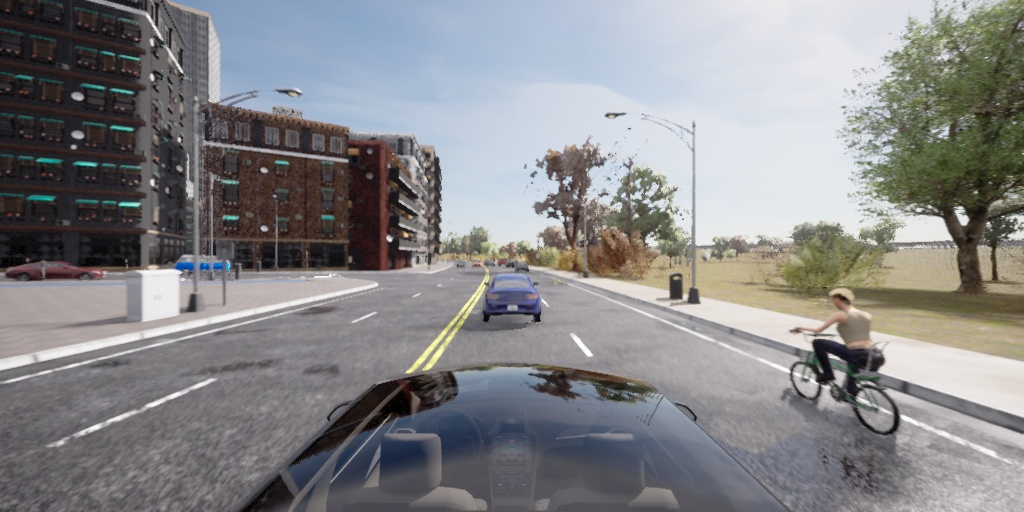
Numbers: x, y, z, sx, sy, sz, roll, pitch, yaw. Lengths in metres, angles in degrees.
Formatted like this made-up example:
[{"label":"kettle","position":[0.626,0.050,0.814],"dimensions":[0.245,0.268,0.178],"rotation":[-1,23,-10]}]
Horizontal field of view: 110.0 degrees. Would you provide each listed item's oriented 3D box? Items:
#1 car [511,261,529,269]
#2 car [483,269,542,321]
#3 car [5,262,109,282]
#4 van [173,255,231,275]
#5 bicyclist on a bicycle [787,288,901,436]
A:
[{"label":"car","position":[1.380,1.600,52.951],"dimensions":[2.033,1.411,5.357],"rotation":[0,0,-4]},{"label":"car","position":[-0.021,1.343,12.624],"dimensions":[1.812,1.442,4.674],"rotation":[0,0,-1]},{"label":"car","position":[-29.017,1.017,23.021],"dimensions":[4.207,1.307,1.802],"rotation":[0,0,-31]},{"label":"van","position":[-28.476,0.860,33.161],"dimensions":[3.998,1.789,1.690],"rotation":[0,0,-31]},{"label":"bicyclist on a bicycle","position":[4.091,1.201,4.527],"dimensions":[0.866,1.612,1.509],"rotation":[0,0,0]}]
